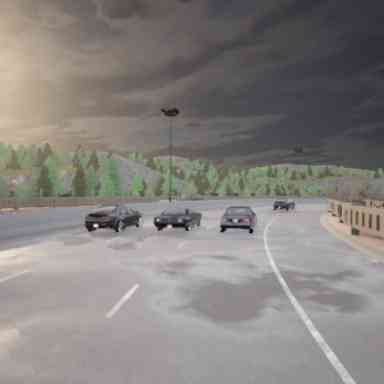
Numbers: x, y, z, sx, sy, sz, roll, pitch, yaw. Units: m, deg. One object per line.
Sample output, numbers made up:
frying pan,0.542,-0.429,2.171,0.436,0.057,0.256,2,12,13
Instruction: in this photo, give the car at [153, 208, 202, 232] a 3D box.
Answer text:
car,-0.700,1.588,20.252,1.895,1.301,4.718,0,0,13

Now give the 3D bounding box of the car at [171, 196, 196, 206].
car,-1.451,1.605,60.162,1.882,1.535,5.008,0,0,35

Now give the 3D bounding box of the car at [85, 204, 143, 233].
car,-4.426,1.484,19.511,1.837,1.490,4.892,0,0,13

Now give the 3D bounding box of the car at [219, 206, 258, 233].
car,2.833,1.542,19.771,2.033,1.411,5.357,0,0,14

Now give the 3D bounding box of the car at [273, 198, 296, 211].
car,11.451,1.548,41.082,1.837,1.490,4.892,0,0,29

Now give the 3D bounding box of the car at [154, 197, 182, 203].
car,-3.579,1.565,43.007,1.812,1.442,4.674,0,0,27

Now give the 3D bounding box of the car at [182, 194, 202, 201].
car,-0.444,1.314,55.476,2.150,2.045,5.566,0,0,34
